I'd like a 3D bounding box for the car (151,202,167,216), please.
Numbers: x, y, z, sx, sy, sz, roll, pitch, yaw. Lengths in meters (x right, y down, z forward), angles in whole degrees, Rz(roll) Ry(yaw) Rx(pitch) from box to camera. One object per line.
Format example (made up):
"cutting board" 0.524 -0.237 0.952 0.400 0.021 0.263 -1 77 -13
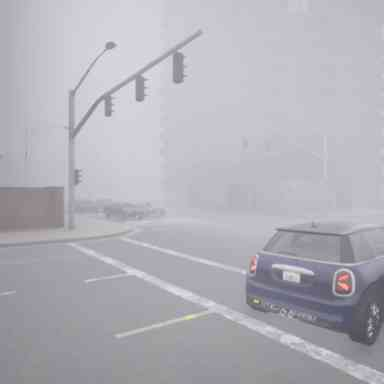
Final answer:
"car" -4.332 1.631 32.158 1.895 1.301 4.718 0 0 -36

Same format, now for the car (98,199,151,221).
"car" -5.850 1.571 28.277 2.033 1.411 5.357 0 0 -36

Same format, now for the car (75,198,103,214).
"car" -11.833 1.529 36.597 1.837 1.490 4.892 0 0 -36

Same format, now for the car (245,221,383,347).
"car" 3.121 1.364 6.698 4.553 1.767 2.097 0 0 -43
